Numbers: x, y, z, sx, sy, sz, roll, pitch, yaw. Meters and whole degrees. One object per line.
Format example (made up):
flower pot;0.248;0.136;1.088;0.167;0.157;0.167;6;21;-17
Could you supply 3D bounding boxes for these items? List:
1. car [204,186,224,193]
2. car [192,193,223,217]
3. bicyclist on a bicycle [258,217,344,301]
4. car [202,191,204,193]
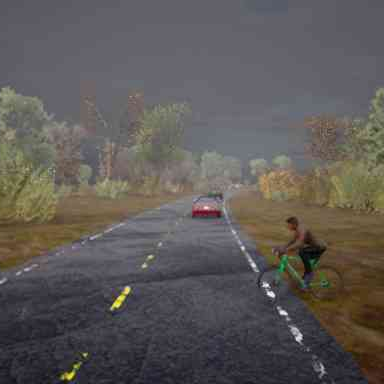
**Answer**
car;3.363;0.093;47.694;2.150;2.045;5.566;0;1;7
car;1.096;0.989;24.078;1.994;1.385;4.181;0;1;4
bicyclist on a bicycle;2.091;1.298;6.402;1.656;1.620;0.582;0;1;2
car;3.379;-0.081;68.886;1.994;1.385;4.181;0;1;10
